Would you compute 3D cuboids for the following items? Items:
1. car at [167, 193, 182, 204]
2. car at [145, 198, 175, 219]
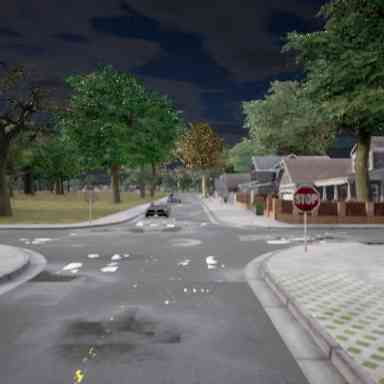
[{"bbox_3d":[-2.744,0.972,52.409,2.097,1.767,4.553,0,0,0],"label":"car"},{"bbox_3d":[-2.746,1.468,27.567,1.895,1.301,4.718,0,0,0],"label":"car"}]
